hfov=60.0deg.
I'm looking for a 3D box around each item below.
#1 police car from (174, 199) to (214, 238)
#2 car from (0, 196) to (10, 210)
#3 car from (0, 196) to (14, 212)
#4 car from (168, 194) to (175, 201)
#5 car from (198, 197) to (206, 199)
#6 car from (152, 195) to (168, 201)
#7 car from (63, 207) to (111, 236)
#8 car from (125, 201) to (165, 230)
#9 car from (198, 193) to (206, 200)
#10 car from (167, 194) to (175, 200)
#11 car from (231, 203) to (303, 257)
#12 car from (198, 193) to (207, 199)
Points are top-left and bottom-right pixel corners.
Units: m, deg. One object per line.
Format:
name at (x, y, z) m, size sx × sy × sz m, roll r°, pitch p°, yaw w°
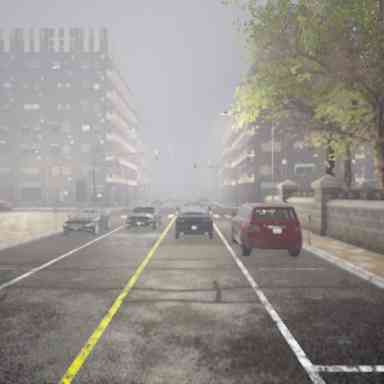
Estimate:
police car at (0.103, 1.424, 17.816) m, size 1.930 × 1.638 × 5.238 m, roll 0°, pitch 0°, yaw 0°
car at (-27.492, 1.455, 44.464) m, size 5.009 × 1.841 × 2.192 m, roll 0°, pitch 0°, yaw 1°
car at (-22.097, 1.337, 35.972) m, size 5.009 × 1.841 × 2.192 m, roll 0°, pitch 0°, yaw 1°
car at (-5.671, 1.489, 84.673) m, size 1.947 × 1.339 × 4.313 m, roll 1°, pitch 0°, yaw 0°
car at (0.103, 1.539, 34.622) m, size 2.033 × 1.411 × 5.357 m, roll 0°, pitch 0°, yaw 0°
car at (-5.673, 1.408, 56.355) m, size 1.967 × 1.590 × 4.097 m, roll 1°, pitch 0°, yaw 0°
car at (-5.680, 1.550, 18.411) m, size 2.008 × 1.369 × 4.403 m, roll 1°, pitch 0°, yaw 0°
car at (-2.999, 1.554, 21.310) m, size 1.837 × 1.490 × 4.892 m, roll 0°, pitch 0°, yaw 0°
car at (2.713, 1.226, 90.305) m, size 2.192 × 1.841 × 5.009 m, roll 1°, pitch 0°, yaw 0°
car at (-5.668, 1.352, 90.335) m, size 1.967 × 1.590 × 4.097 m, roll 1°, pitch 0°, yaw 0°
car at (2.702, 1.315, 12.927) m, size 2.192 × 1.841 × 5.009 m, roll 1°, pitch 0°, yaw 0°
car at (2.708, 1.499, 78.980) m, size 1.947 × 1.339 × 4.313 m, roll 1°, pitch 0°, yaw 0°
